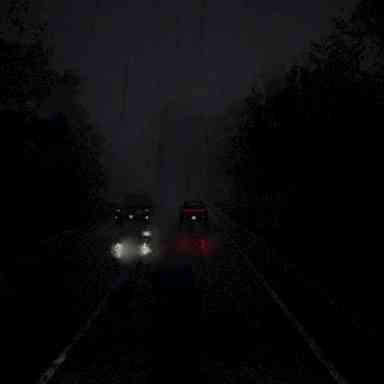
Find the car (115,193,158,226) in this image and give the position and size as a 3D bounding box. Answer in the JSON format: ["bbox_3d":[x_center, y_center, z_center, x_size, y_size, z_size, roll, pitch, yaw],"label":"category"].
[{"bbox_3d":[-3.587,1.066,22.346,2.150,2.045,5.566,0,0,0],"label":"car"}]

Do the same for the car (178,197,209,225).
[{"bbox_3d":[0.113,1.335,22.484,2.128,1.511,4.902,0,0,0],"label":"car"}]
